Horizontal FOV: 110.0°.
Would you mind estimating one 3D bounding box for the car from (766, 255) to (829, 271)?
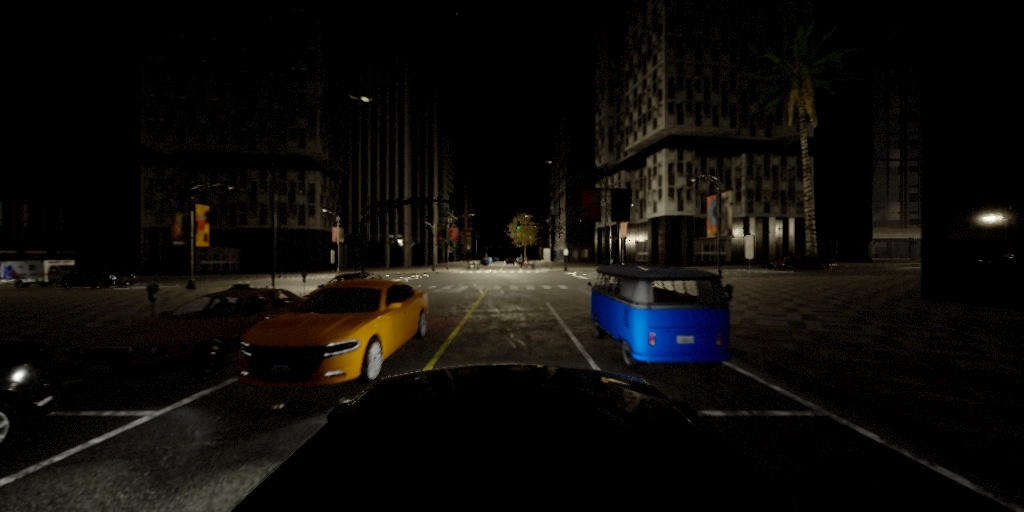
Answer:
[{"bbox_3d":[29.449,0.727,36.733,5.008,1.535,1.882,-1,0,0],"label":"car"}]

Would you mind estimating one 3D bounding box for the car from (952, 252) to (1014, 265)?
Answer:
[{"bbox_3d":[49.140,0.431,36.754,4.902,1.511,2.128,-1,0,0],"label":"car"}]

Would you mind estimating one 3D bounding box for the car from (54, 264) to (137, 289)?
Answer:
[{"bbox_3d":[-34.076,1.758,29.694,4.553,1.767,2.097,-1,0,0],"label":"car"}]

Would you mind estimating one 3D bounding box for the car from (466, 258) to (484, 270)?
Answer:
[{"bbox_3d":[-5.941,1.382,55.254,2.007,1.370,4.403,0,0,-1],"label":"car"}]

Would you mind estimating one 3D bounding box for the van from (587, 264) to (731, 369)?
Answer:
[{"bbox_3d":[2.765,1.099,7.558,1.690,1.789,3.998,0,0,0],"label":"van"}]

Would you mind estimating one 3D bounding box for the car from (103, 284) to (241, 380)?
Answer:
[{"bbox_3d":[-5.760,1.284,7.389,1.751,1.417,4.829,0,0,0],"label":"car"}]

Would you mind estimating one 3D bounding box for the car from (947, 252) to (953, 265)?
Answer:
[{"bbox_3d":[49.149,0.337,40.005,4.553,1.767,2.097,-1,0,0],"label":"car"}]

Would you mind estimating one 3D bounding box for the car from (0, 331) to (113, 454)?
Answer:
[{"bbox_3d":[-5.762,1.301,2.045,2.007,1.370,4.403,0,0,0],"label":"car"}]

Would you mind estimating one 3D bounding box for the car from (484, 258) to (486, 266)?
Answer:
[{"bbox_3d":[-5.985,1.391,60.246,2.007,1.370,4.403,0,0,-1],"label":"car"}]

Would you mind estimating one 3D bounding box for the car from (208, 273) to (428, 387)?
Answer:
[{"bbox_3d":[-3.084,1.236,7.290,1.882,1.535,5.008,0,0,0],"label":"car"}]

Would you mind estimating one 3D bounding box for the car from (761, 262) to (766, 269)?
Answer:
[{"bbox_3d":[30.593,0.830,39.984,4.718,1.301,1.895,-1,0,0],"label":"car"}]

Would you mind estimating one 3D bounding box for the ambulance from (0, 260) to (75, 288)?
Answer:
[{"bbox_3d":[-42.575,1.595,32.987,6.366,2.431,2.351,-1,0,0],"label":"ambulance"}]

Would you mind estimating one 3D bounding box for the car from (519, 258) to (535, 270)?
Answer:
[{"bbox_3d":[2.584,1.382,55.326,2.007,1.370,4.403,0,0,-1],"label":"car"}]
